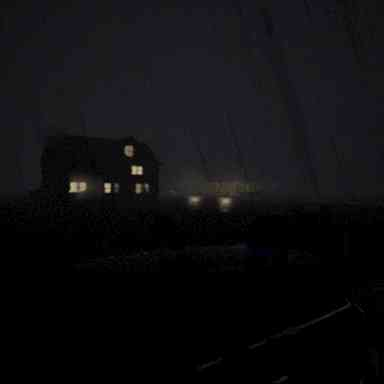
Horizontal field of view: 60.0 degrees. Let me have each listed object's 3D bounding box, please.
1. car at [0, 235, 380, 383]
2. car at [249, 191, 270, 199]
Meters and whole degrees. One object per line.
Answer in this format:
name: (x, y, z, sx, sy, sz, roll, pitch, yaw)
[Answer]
car: (-0.454, 1.352, 2.747, 4.553, 1.767, 2.097, 0, 0, -35)
car: (14.440, 0.584, 71.172, 1.882, 1.535, 5.008, 0, 1, -35)
